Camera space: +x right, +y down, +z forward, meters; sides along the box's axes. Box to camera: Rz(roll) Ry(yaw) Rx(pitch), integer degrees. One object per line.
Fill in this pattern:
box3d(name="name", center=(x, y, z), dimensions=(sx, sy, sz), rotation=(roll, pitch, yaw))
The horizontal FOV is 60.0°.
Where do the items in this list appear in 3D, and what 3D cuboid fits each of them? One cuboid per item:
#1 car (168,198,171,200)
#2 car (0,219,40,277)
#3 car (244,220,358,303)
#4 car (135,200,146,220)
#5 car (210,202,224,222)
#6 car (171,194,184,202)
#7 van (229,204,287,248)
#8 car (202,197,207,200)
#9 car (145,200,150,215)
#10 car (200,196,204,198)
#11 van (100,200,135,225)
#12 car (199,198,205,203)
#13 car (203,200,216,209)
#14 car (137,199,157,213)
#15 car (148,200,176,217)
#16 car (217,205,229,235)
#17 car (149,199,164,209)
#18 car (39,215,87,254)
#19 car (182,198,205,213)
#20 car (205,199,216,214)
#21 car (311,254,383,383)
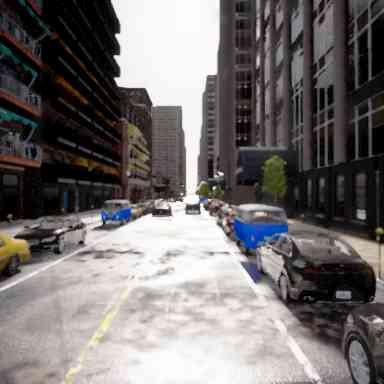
box3d(name="car", center=(-5.599, 2.229, 87.233), dimensions=(1.752, 1.417, 4.829), rotation=(0, -1, 0))
box3d(name="car", center=(-5.680, 1.583, 7.945), dimensions=(1.752, 1.417, 4.829), rotation=(0, 0, 0))
box3d(name="car", center=(2.700, 1.608, 8.106), dimensions=(2.008, 1.369, 4.403), rotation=(0, 0, 0))
box3d(name="car", center=(-5.657, 1.746, 30.601), dimensions=(1.752, 1.417, 4.829), rotation=(0, 0, 0))
box3d(name="car", center=(2.718, 1.731, 25.098), dimensions=(2.008, 1.369, 4.403), rotation=(0, 0, 0))
box3d(name="car", center=(-2.921, 1.538, 75.242), dimensions=(2.150, 2.045, 5.566), rotation=(0, -1, 0))
box3d(name="van", center=(2.706, 1.439, 13.771), dimensions=(1.690, 1.788, 3.998), rotation=(0, 0, 0))
box3d(name="car", center=(2.740, 1.787, 47.753), dimensions=(1.967, 1.590, 4.097), rotation=(0, 0, 0))
box3d(name="car", center=(-5.651, 1.829, 36.434), dimensions=(1.947, 1.339, 4.313), rotation=(0, 0, 0))
box3d(name="car", center=(2.752, 1.971, 59.246), dimensions=(1.752, 1.417, 4.829), rotation=(0, -1, 0))
box3d(name="van", center=(-5.662, 1.522, 25.108), dimensions=(1.690, 1.788, 3.998), rotation=(0, 0, 0))
box3d(name="car", center=(2.786, 2.284, 93.229), dimensions=(1.752, 1.417, 4.829), rotation=(0, -1, 0))
box3d(name="car", center=(2.746, 1.939, 53.414), dimensions=(1.887, 1.381, 4.507), rotation=(0, 0, 0))
box3d(name="car", center=(-5.645, 1.745, 42.097), dimensions=(1.967, 1.590, 4.097), rotation=(0, 0, 0))
box3d(name="car", center=(-3.059, 1.814, 34.718), dimensions=(1.994, 1.385, 4.181), rotation=(0, 0, 0))
box3d(name="car", center=(2.712, 1.684, 19.434), dimensions=(1.887, 1.381, 4.507), rotation=(0, 0, 0))
box3d(name="car", center=(-5.634, 1.920, 53.253), dimensions=(1.752, 1.417, 4.829), rotation=(0, 0, 0))
box3d(name="car", center=(-5.674, 1.650, 13.779), dimensions=(2.008, 1.369, 4.403), rotation=(0, 0, 0))
box3d(name="car", center=(0.144, 1.788, 41.297), dimensions=(2.128, 1.511, 4.902), rotation=(0, -1, 0))
box3d(name="car", center=(2.729, 1.806, 36.426), dimensions=(1.887, 1.381, 4.507), rotation=(0, 0, 0))
box3d(name="car", center=(2.694, 1.568, 2.443), dimensions=(2.008, 1.369, 4.403), rotation=(0, 0, 0))
